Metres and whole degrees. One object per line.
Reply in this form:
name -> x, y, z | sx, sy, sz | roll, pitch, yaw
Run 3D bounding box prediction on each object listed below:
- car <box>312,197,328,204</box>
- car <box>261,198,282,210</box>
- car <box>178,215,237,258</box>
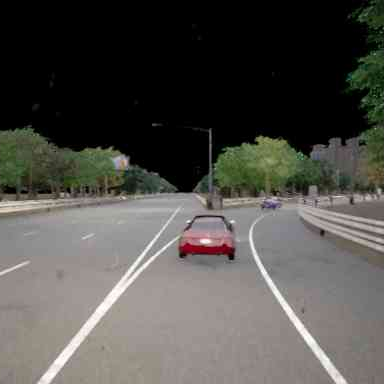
car -> 23.829, 1.546, 61.770 | 1.895, 1.301, 4.718 | 0, 0, 43
car -> 10.299, 1.521, 43.035 | 1.812, 1.442, 4.674 | 0, 0, 28
car -> 0.699, 1.566, 12.771 | 1.994, 1.385, 4.181 | 0, 0, 7
